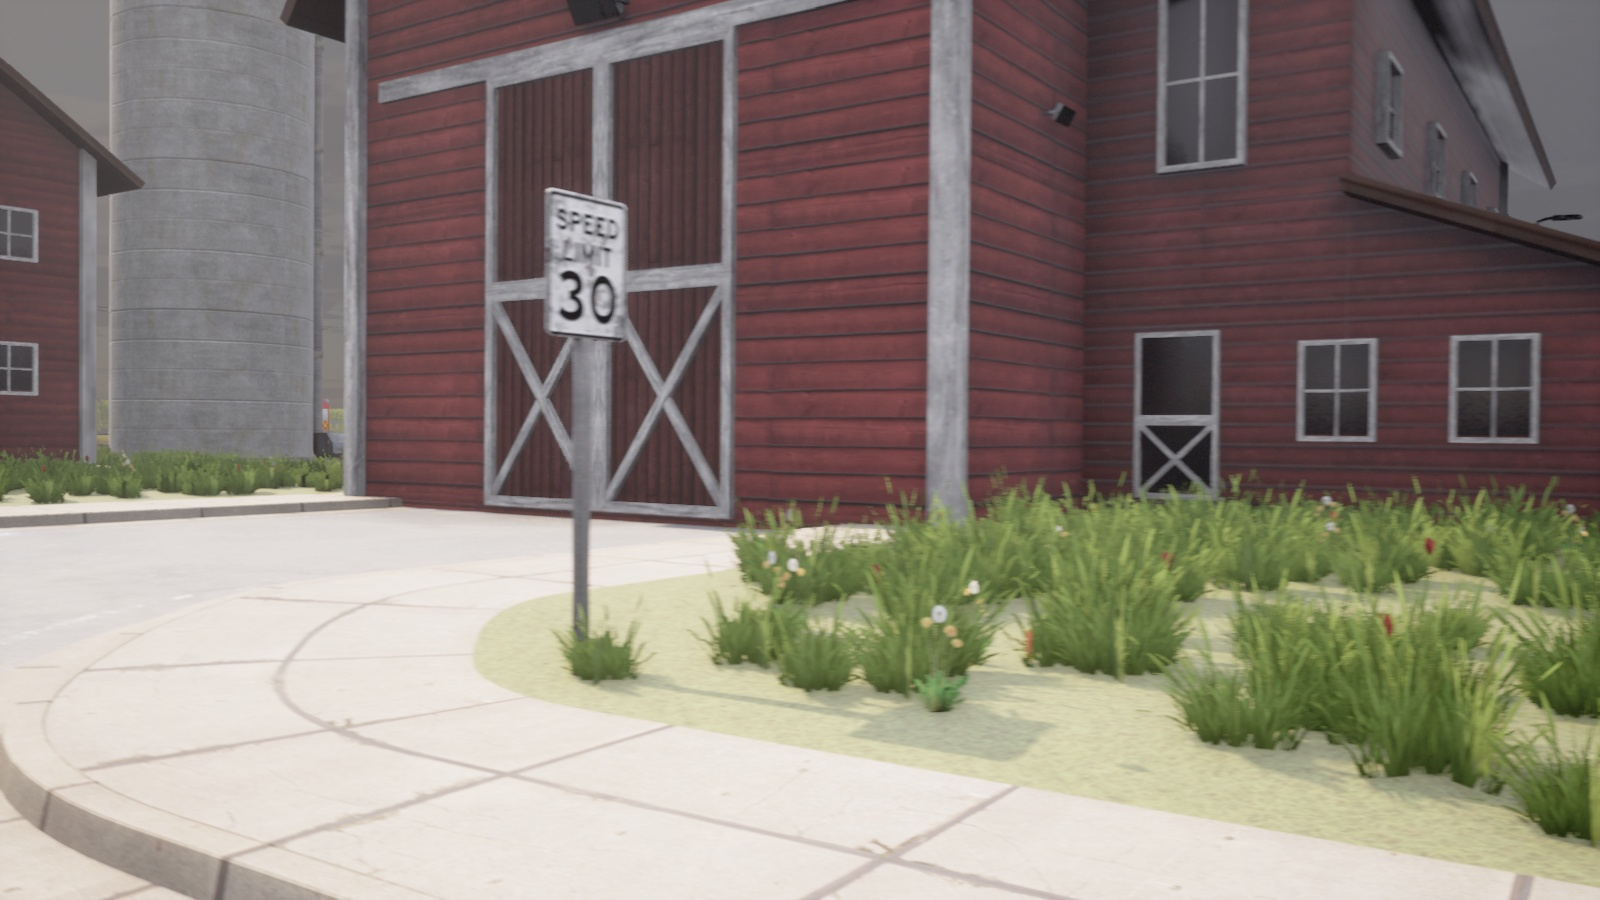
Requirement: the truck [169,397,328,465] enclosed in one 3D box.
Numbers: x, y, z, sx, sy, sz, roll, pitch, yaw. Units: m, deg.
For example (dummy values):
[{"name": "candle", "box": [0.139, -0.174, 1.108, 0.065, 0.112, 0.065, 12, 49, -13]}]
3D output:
[{"name": "truck", "box": [-32.979, -1.138, 75.537, 2.891, 3.827, 8.468, 0, 1, 34]}]
